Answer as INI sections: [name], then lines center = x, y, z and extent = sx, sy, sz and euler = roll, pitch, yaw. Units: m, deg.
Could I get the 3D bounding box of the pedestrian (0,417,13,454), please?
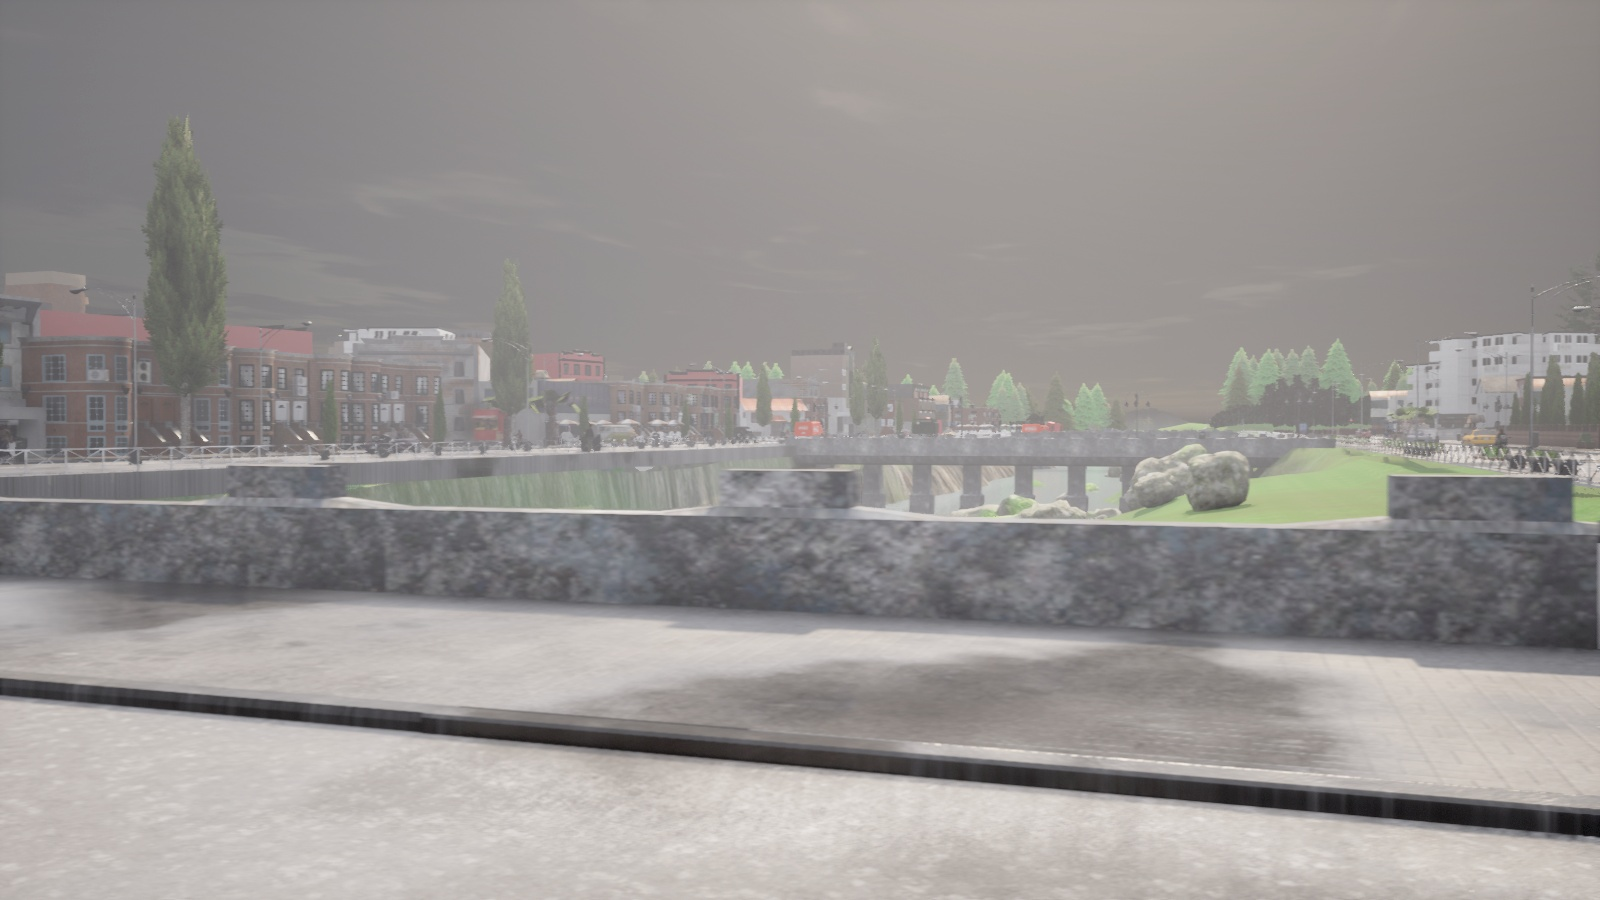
[pedestrian]
center = -39.526, -0.715, 62.231
extent = 0.328, 1.805, 0.869
euler = 1, 1, 16

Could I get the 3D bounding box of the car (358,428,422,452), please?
[car]
center = -26.547, -0.659, 81.486
extent = 1.816, 1.474, 4.193
euler = 1, 1, 19
